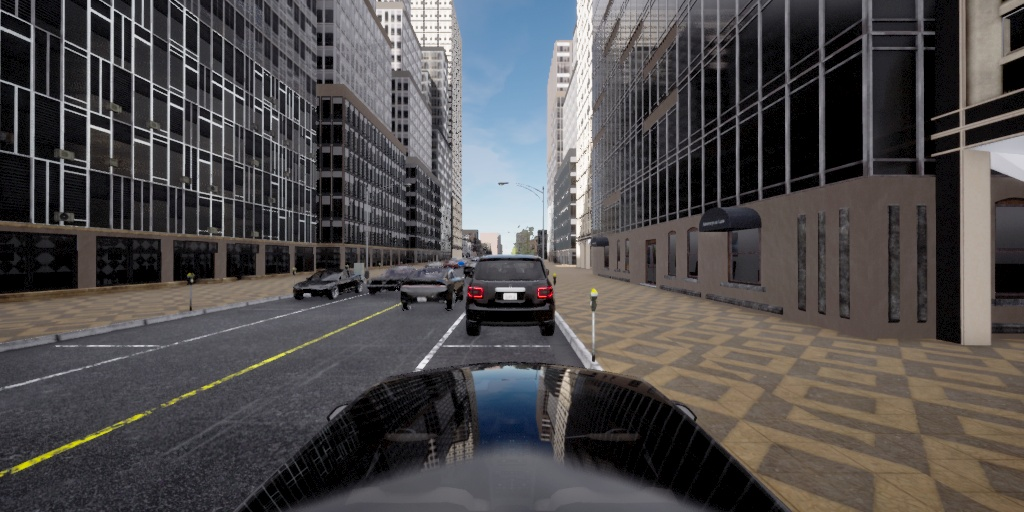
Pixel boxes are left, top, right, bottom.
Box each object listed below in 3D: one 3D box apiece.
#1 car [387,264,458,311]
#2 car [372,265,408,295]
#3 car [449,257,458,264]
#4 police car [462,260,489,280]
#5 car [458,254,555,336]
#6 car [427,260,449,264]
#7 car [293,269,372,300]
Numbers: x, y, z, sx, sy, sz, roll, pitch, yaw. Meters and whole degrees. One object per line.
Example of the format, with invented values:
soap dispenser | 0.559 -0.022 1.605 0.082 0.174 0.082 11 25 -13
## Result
car | -3.045 1.241 14.524 2.128 1.511 4.902 0 0 0
car | -6.246 1.348 19.709 1.895 1.301 4.718 0 0 0
car | -8.836 1.273 51.803 1.888 1.381 4.507 0 0 0
police car | -3.146 1.166 32.004 1.930 1.638 5.238 0 0 0
car | -0.039 0.977 10.529 2.150 2.045 5.566 0 0 0
car | -8.836 1.286 40.419 2.007 1.370 4.403 0 0 0
car | -8.836 1.313 17.650 1.948 1.339 4.313 0 0 0
